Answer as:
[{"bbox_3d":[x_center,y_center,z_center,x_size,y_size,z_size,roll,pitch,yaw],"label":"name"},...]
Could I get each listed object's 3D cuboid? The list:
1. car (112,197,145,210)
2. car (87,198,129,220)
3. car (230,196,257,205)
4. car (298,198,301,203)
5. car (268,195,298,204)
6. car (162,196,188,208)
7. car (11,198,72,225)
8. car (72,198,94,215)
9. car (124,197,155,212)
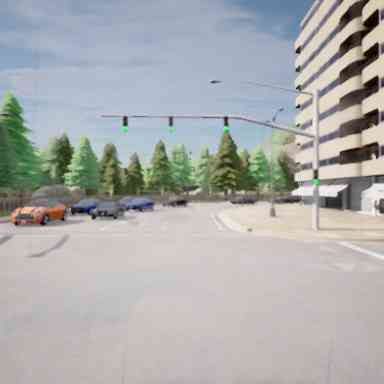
[{"bbox_3d":[-7.929,1.366,42.063,1.837,1.490,4.892,0,0,19],"label":"car"},{"bbox_3d":[-6.822,1.471,27.358,1.994,1.385,4.181,0,0,0],"label":"car"},{"bbox_3d":[8.616,1.369,55.127,5.357,1.411,2.033,0,0,-43],"label":"car"},{"bbox_3d":[18.296,1.349,61.829,5.357,1.411,2.033,0,0,-22],"label":"car"},{"bbox_3d":[15.067,1.420,56.081,4.718,1.301,1.895,0,0,-33],"label":"car"},{"bbox_3d":[-2.313,1.325,46.655,1.882,1.535,5.008,0,0,28],"label":"car"},{"bbox_3d":[-10.471,1.272,23.127,2.097,1.767,4.553,0,0,2],"label":"car"},{"bbox_3d":[-9.955,1.369,32.339,1.882,1.535,5.008,0,0,7],"label":"car"},{"bbox_3d":[-5.730,1.354,37.166,1.882,1.535,5.008,0,0,14],"label":"car"}]
